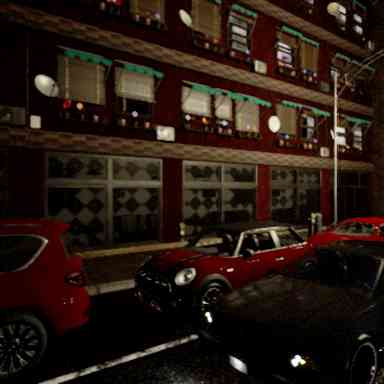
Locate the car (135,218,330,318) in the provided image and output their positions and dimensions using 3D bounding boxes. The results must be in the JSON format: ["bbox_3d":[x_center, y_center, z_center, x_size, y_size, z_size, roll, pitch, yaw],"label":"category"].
[{"bbox_3d":[0.827,1.420,7.150,4.097,1.590,1.967,0,0,-36],"label":"car"}]

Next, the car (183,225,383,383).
[{"bbox_3d":[2.692,1.525,5.240,5.357,1.411,2.033,0,0,-35],"label":"car"}]

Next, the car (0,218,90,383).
[{"bbox_3d":[-3.760,1.320,3.875,5.009,1.841,2.192,0,0,-36],"label":"car"}]

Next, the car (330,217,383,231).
[{"bbox_3d":[5.416,1.499,10.425,4.507,1.381,1.887,0,0,-36],"label":"car"}]
